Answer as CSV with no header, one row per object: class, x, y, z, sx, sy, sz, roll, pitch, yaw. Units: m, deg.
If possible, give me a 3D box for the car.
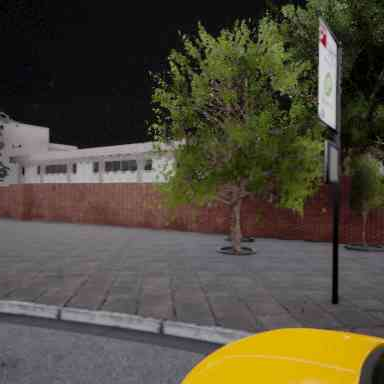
car,2.172,1.478,1.520,5.008,1.535,1.882,0,0,31
